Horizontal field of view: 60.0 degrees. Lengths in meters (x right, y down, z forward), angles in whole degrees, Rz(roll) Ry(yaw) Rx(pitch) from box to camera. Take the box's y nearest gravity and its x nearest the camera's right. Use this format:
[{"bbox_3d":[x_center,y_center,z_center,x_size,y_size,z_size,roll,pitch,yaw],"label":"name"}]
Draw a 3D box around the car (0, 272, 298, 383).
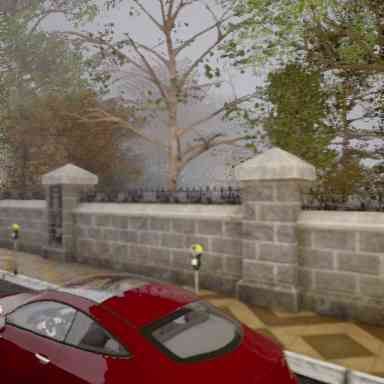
[{"bbox_3d":[-1.024,1.576,3.613,4.206,1.307,1.802,0,-1,35],"label":"car"}]
